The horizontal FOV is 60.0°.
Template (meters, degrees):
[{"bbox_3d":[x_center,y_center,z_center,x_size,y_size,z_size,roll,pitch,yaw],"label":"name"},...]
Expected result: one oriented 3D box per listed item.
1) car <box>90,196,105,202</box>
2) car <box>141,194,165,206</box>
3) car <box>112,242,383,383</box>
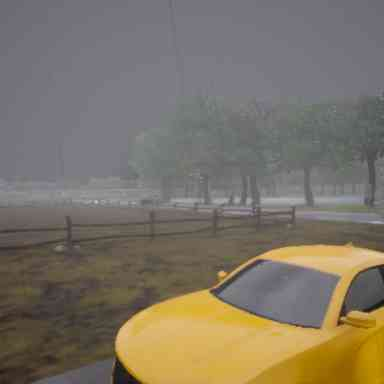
[{"bbox_3d":[-24.628,1.741,88.248,1.837,1.490,4.892,-3,1,-35],"label":"car"},{"bbox_3d":[-6.953,1.399,58.339,2.150,2.045,5.566,-3,1,-35],"label":"car"},{"bbox_3d":[1.514,1.471,4.140,5.008,1.535,1.882,0,0,-35],"label":"car"}]
